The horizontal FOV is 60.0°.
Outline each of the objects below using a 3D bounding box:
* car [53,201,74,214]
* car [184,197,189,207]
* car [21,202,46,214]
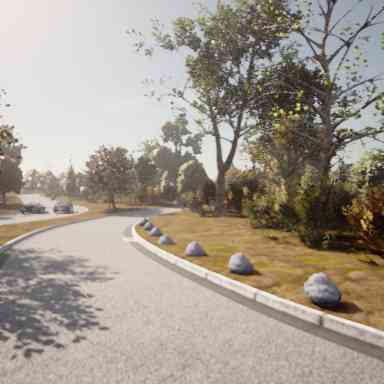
[{"bbox_3d":[-15.675,1.834,40.727,2.128,1.511,4.902,0,0,-12],"label":"car"},{"bbox_3d":[0.282,1.546,55.535,2.097,1.767,4.553,0,1,21],"label":"car"},{"bbox_3d":[-18.707,1.898,39.363,1.994,1.385,4.181,0,0,-11],"label":"car"}]
